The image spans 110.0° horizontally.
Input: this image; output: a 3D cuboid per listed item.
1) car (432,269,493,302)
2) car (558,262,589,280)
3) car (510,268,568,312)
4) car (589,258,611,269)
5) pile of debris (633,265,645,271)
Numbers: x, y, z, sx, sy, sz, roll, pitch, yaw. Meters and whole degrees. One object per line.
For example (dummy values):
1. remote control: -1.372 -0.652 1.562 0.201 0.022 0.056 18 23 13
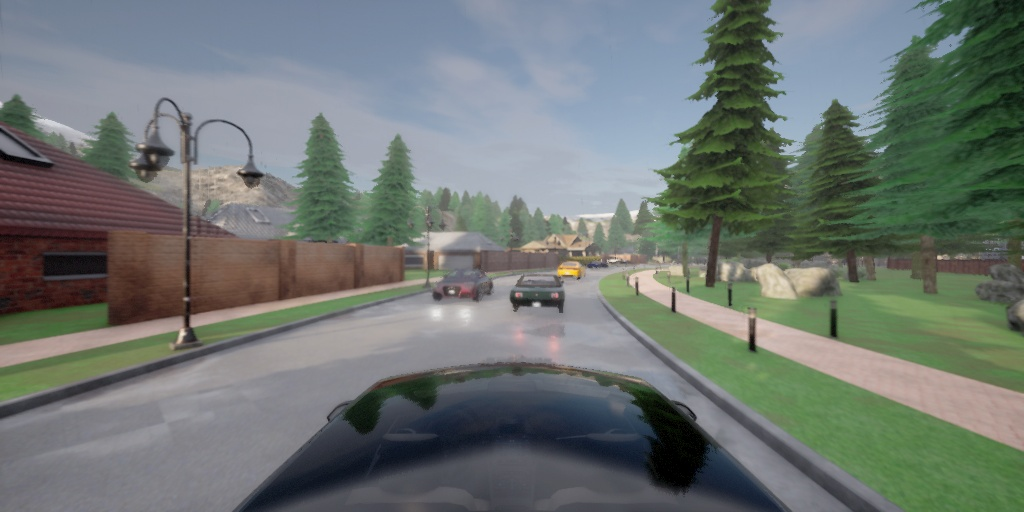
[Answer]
1. car: -2.169 1.292 16.714 1.994 1.385 4.181 0 0 9
2. car: 5.329 1.227 31.647 1.882 1.535 5.008 0 0 19
3. car: 1.126 1.346 14.230 1.895 1.301 4.718 0 0 7
4. car: 13.458 1.367 56.365 1.895 1.301 4.718 0 0 34
5. pile of debris: 21.370 1.974 61.211 1.500 0.140 1.860 0 0 39
